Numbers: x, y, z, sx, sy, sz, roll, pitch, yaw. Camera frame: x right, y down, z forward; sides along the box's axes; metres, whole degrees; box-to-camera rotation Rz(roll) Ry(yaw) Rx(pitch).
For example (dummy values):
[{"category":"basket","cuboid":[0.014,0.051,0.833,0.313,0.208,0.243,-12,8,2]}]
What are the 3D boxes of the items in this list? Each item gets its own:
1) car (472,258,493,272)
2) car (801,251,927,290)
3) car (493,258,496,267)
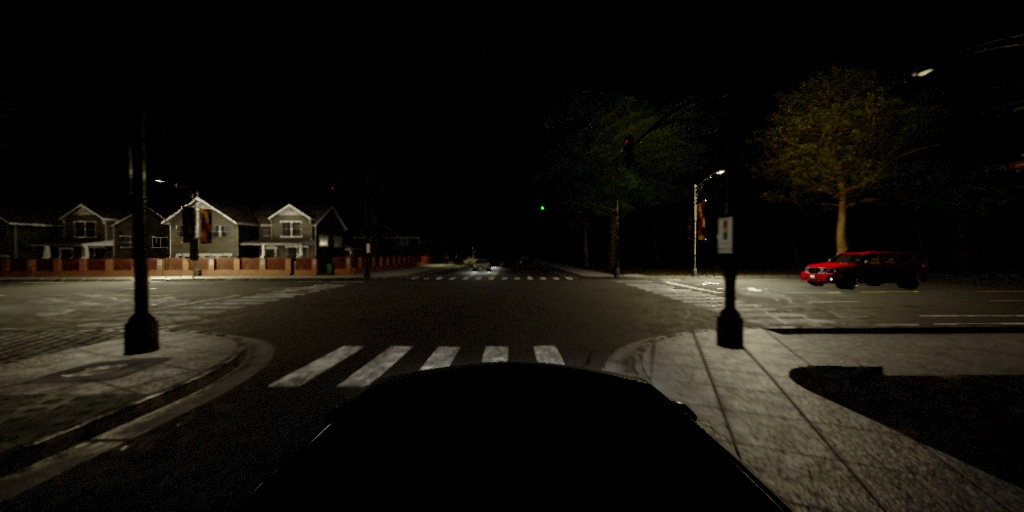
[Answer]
[{"category":"car","cuboid":[-3.481,1.049,41.703,1.812,1.442,4.674,0,0,0]},{"category":"car","cuboid":[19.319,0.757,19.791,5.566,2.045,2.150,0,1,0]},{"category":"car","cuboid":[-3.602,1.030,57.980,1.895,1.301,4.718,0,0,0]}]
